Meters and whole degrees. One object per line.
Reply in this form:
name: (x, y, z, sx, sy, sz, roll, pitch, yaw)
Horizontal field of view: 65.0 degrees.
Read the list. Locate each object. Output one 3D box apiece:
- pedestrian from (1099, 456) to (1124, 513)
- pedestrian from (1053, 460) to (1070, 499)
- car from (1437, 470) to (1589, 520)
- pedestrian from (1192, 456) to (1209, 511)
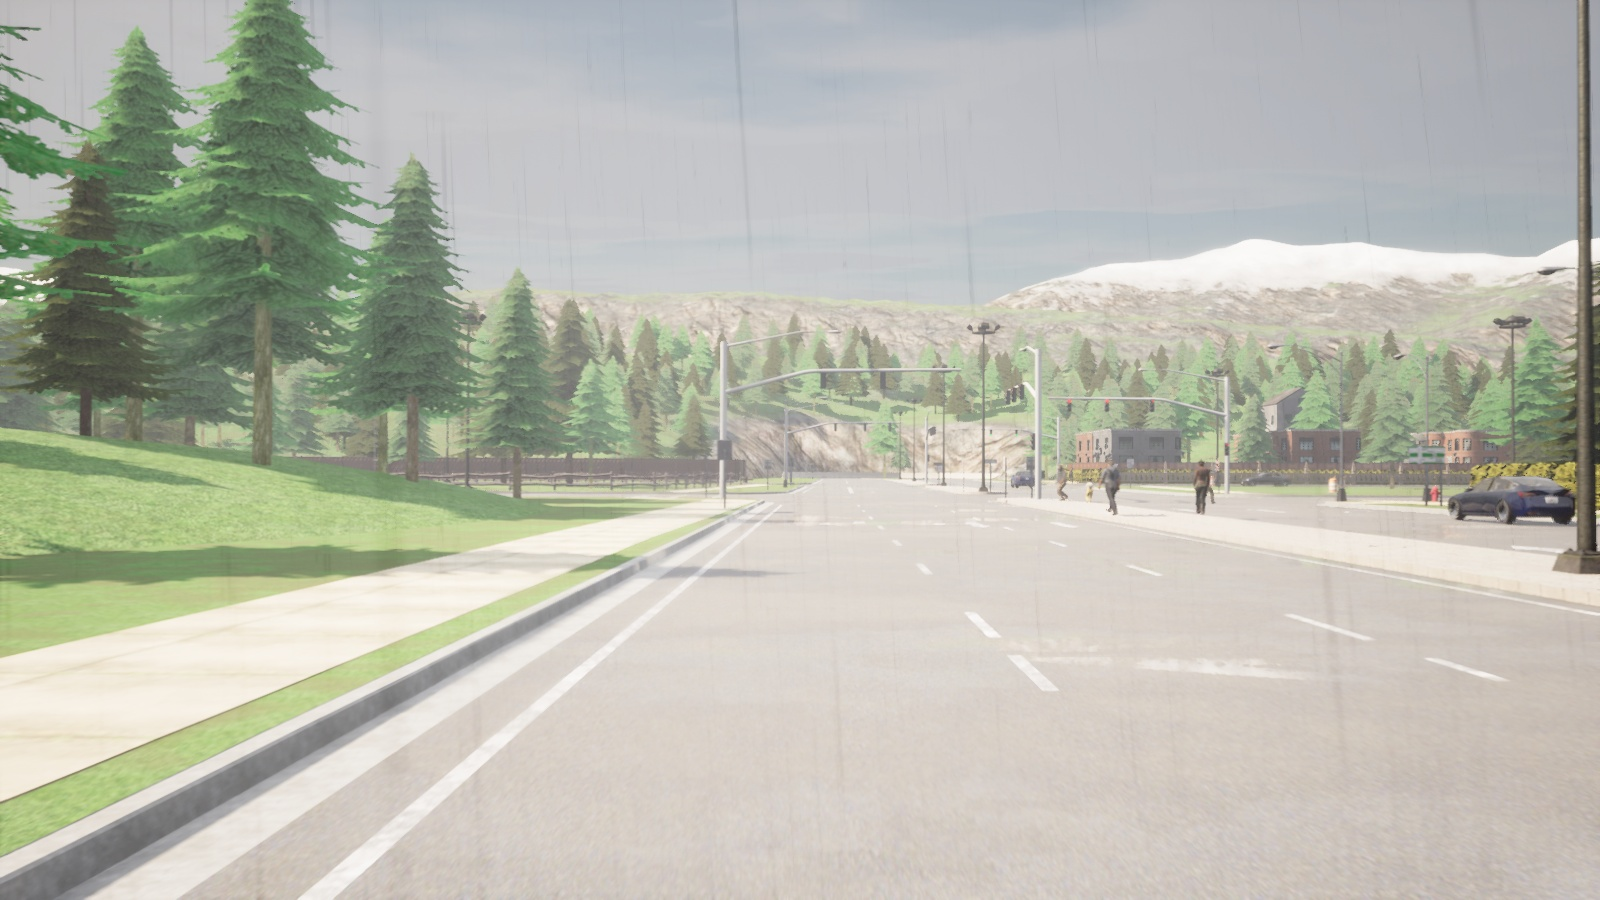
pedestrian: (10.132, 1.114, 40.830, 0.540, 1.848, 0.694, 0, -1, -8)
pedestrian: (12.531, 1.424, 60.113, 0.694, 1.848, 0.540, 0, -1, 0)
car: (22.619, 1.394, 40.086, 2.163, 1.488, 4.792, 0, -1, 1)
pedestrian: (13.315, 1.111, 41.759, 0.328, 1.805, 0.869, 0, -1, 2)
